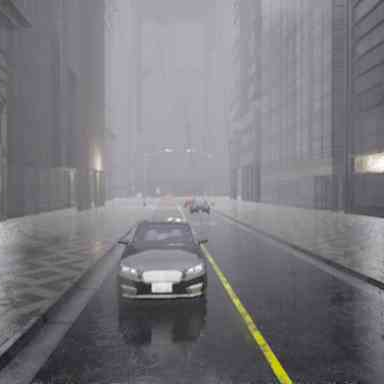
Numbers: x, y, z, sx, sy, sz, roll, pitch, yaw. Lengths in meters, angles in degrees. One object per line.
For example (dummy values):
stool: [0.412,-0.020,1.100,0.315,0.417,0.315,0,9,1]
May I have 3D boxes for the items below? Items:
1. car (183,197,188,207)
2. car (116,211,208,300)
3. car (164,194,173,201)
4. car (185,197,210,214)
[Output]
car: [-0.158,1.394,45.001,1.812,1.442,4.674,0,0,-4]
car: [-0.718,1.466,8.501,2.128,1.511,4.902,0,0,-4]
car: [-5.219,1.141,73.512,2.097,1.767,4.553,0,0,-4]
car: [0.636,1.501,33.671,1.895,1.301,4.718,0,0,-4]
